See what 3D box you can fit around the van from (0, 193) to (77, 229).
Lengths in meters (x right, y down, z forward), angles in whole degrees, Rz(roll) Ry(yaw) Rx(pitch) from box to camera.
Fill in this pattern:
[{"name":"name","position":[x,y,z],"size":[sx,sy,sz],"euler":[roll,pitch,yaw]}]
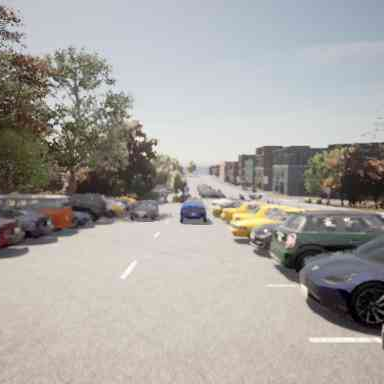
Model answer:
[{"name":"van","position":[-8.662,1.141,17.305],"size":[4.442,1.987,1.878],"euler":[0,0,0]}]

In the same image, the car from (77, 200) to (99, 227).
[{"name":"car","position":[-8.518,1.393,20.199],"size":[4.792,1.488,2.163],"euler":[0,0,0]}]

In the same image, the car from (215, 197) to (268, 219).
[{"name":"car","position":[4.526,1.365,25.717],"size":[4.892,1.521,2.231],"euler":[0,0,0]}]

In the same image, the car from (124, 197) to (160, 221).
[{"name":"car","position":[-3.601,1.375,25.979],"size":[2.128,1.511,4.902],"euler":[0,0,0]}]

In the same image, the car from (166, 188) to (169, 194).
[{"name":"car","position":[-9.004,0.419,80.512],"size":[5.366,1.575,1.946],"euler":[0,1,0]}]

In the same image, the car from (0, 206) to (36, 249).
[{"name":"car","position":[-8.572,1.413,11.895],"size":[4.792,1.488,2.163],"euler":[0,0,0]}]

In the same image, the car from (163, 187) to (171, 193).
[{"name":"car","position":[-8.809,0.218,88.747],"size":[5.008,1.535,2.097],"euler":[0,2,0]}]

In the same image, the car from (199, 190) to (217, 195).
[{"name":"car","position":[4.297,0.155,91.709],"size":[4.792,1.488,2.163],"euler":[0,2,0]}]

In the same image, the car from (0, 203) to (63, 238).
[{"name":"car","position":[-8.573,1.402,14.534],"size":[4.792,1.488,2.163],"euler":[0,0,0]}]

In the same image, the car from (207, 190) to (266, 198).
[{"name":"car","position":[4.502,1.112,31.270],"size":[5.566,2.045,2.435],"euler":[0,0,0]}]

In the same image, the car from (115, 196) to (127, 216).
[{"name":"car","position":[-8.363,1.361,28.508],"size":[5.366,1.575,1.946],"euler":[0,0,0]}]

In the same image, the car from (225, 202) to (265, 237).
[{"name":"car","position":[4.350,1.369,14.615],"size":[5.366,1.575,1.946],"euler":[0,0,0]}]

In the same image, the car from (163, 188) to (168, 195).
[{"name":"car","position":[-9.005,0.466,77.717],"size":[5.366,1.575,1.946],"euler":[0,1,0]}]

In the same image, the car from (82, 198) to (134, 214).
[{"name":"car","position":[-8.521,1.393,34.048],"size":[4.792,1.488,2.163],"euler":[0,0,0]}]

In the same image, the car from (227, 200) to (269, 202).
[{"name":"car","position":[4.720,1.363,17.268],"size":[5.366,1.575,1.946],"euler":[0,0,0]}]

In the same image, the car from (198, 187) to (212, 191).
[{"name":"car","position":[4.226,0.409,72.200],"size":[4.553,1.767,2.185],"euler":[0,1,0]}]

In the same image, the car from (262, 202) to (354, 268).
[{"name":"car","position":[4.506,1.277,9.067],"size":[4.553,1.767,2.185],"euler":[0,0,0]}]

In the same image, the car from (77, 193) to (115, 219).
[{"name":"car","position":[-8.576,1.112,22.968],"size":[5.566,2.045,2.435],"euler":[0,0,0]}]

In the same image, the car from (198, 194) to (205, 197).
[{"name":"car","position":[0.226,1.351,41.565],"size":[1.882,1.535,5.008],"euler":[0,1,4]}]

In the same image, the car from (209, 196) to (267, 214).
[{"name":"car","position":[4.346,1.361,28.493],"size":[5.366,1.575,1.946],"euler":[0,0,0]}]

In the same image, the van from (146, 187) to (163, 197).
[{"name":"van","position":[-8.698,0.353,66.553],"size":[4.442,1.987,1.878],"euler":[1,1,0]}]

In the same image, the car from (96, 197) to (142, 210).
[{"name":"car","position":[-8.547,1.363,39.465],"size":[5.008,1.535,2.097],"euler":[0,0,0]}]

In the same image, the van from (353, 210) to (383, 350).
[{"name":"van","position":[4.422,1.222,3.517],"size":[4.442,1.987,1.878],"euler":[0,1,0]}]

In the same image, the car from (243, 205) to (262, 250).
[{"name":"car","position":[4.542,1.385,11.848],"size":[4.892,1.521,2.231],"euler":[0,0,0]}]

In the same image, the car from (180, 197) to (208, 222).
[{"name":"car","position":[0.093,1.361,25.077],"size":[1.882,1.535,5.008],"euler":[0,0,0]}]

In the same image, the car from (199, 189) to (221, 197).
[{"name":"car","position":[4.284,0.606,66.631],"size":[4.792,1.488,2.163],"euler":[0,0,0]}]

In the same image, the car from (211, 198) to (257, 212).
[{"name":"car","position":[4.558,1.393,36.822],"size":[4.792,1.488,2.163],"euler":[0,0,0]}]

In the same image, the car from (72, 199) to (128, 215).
[{"name":"car","position":[-8.547,1.404,31.278],"size":[4.674,1.452,2.002],"euler":[0,0,0]}]

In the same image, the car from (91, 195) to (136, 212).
[{"name":"car","position":[-8.583,1.238,36.694],"size":[4.553,1.767,2.185],"euler":[0,0,0]}]

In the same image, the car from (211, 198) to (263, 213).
[{"name":"car","position":[4.524,1.363,34.046],"size":[5.008,1.535,2.097],"euler":[0,0,0]}]

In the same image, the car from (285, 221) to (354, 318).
[{"name":"car","position":[4.509,1.453,6.296],"size":[4.792,1.488,2.163],"euler":[0,0,0]}]

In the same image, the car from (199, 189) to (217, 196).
[{"name":"car","position":[4.297,0.088,88.918],"size":[4.553,1.767,2.185],"euler":[0,2,0]}]

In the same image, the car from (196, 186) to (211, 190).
[{"name":"car","position":[4.232,0.217,77.770],"size":[5.566,2.045,2.435],"euler":[0,1,0]}]
